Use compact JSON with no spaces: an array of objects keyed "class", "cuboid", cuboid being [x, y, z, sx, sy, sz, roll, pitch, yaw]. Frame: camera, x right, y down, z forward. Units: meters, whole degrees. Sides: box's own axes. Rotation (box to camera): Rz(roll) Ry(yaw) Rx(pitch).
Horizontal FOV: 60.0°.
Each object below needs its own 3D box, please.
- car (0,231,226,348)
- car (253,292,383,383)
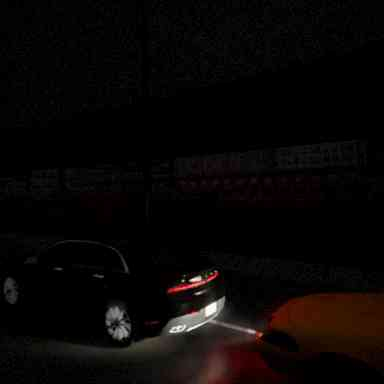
[{"class":"car","cuboid":[-1.738,1.510,6.321,4.892,1.490,1.837,0,0,34]},{"class":"car","cuboid":[3.210,1.457,2.867,5.366,1.575,1.801,0,0,36]}]
